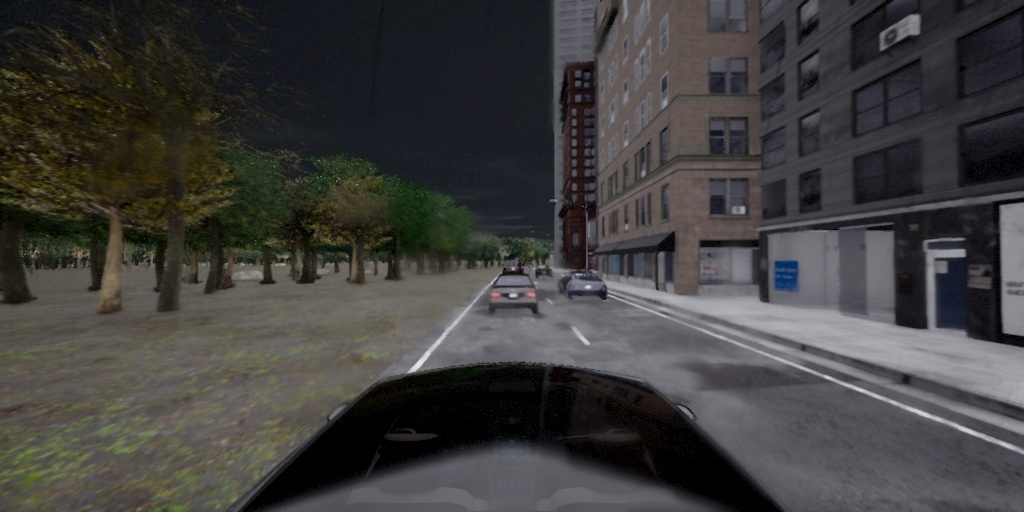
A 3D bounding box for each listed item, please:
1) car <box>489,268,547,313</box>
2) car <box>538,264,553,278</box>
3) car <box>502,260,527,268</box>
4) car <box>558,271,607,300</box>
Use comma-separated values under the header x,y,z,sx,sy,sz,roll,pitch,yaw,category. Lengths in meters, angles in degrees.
x,y,z,sx,sy,sz,roll,pitch,yaw,category
0.085,1.390,14.445,2.033,1.411,5.357,0,0,1,car
3.820,1.753,42.244,1.882,1.535,5.008,0,-1,5,car
0.120,1.404,37.383,2.150,2.045,5.566,0,-1,0,car
3.610,1.454,18.896,1.994,1.385,4.181,0,-1,0,car
